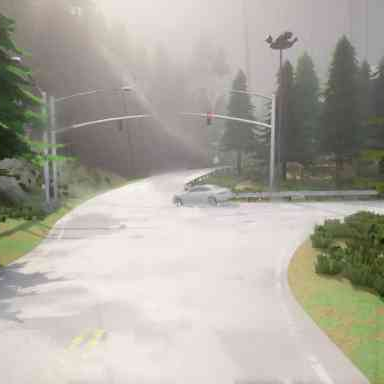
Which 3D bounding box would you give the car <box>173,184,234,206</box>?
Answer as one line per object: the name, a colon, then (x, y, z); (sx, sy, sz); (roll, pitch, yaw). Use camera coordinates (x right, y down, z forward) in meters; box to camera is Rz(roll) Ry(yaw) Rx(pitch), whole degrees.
car: (0.740, 0.206, 23.966); (4.674, 1.442, 1.812); (-2, 6, 33)
